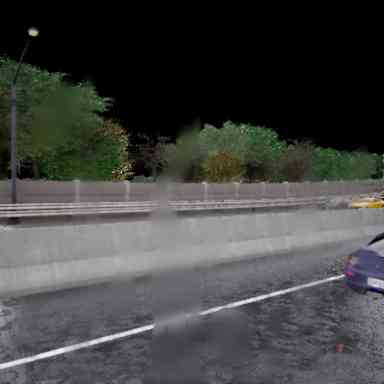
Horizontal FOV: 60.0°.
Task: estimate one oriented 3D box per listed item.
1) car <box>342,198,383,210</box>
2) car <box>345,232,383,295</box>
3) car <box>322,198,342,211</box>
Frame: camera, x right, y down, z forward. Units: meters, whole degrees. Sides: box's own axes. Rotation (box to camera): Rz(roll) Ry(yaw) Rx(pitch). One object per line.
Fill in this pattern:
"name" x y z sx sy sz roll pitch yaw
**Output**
"car" 17.880 1.347 33.957 5.008 1.535 1.882 -1 1 -35
"car" 5.294 1.524 7.528 4.674 1.442 1.812 0 0 -36
"car" 16.505 1.381 37.274 4.674 1.442 1.812 -1 1 -35
